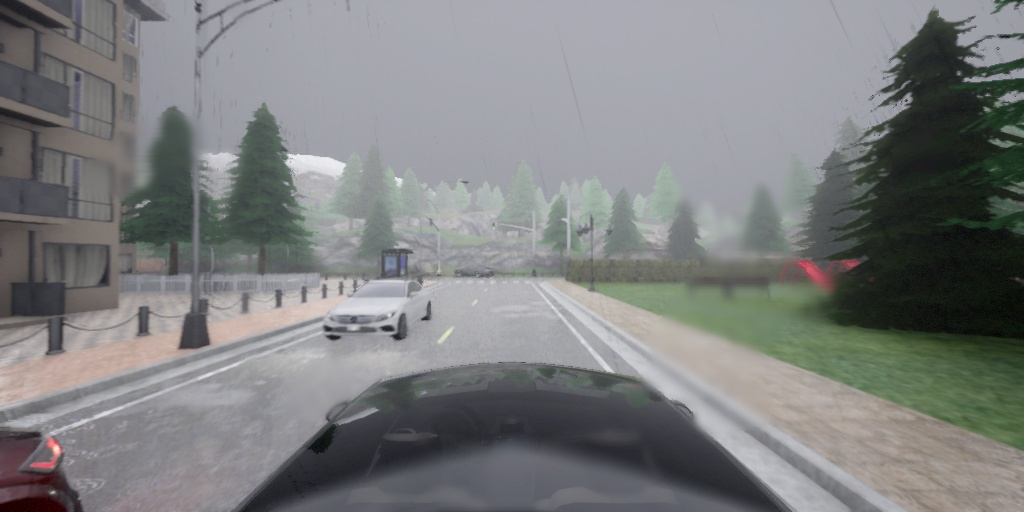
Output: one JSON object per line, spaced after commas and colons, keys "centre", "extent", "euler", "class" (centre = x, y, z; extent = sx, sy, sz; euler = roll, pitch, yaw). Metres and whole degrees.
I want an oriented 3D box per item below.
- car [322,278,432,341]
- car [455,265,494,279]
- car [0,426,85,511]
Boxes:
{"centre": [-3.594, 1.391, 10.462], "extent": [1.812, 1.442, 4.674], "euler": [0, -1, 0], "class": "car"}
{"centre": [-4.291, 1.758, 40.168], "extent": [4.902, 1.511, 2.128], "euler": [-1, -2, 37], "class": "car"}
{"centre": [-3.597, 1.297, 0.371], "extent": [1.994, 1.385, 4.181], "euler": [0, -1, 0], "class": "car"}
